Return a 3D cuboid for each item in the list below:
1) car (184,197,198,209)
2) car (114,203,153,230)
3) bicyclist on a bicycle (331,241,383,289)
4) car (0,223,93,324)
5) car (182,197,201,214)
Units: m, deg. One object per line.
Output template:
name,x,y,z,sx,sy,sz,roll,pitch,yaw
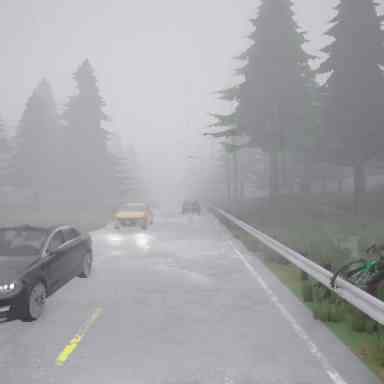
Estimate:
car,-0.122,1.504,47.178,1.837,1.490,4.892,0,0,0
car,-3.662,1.477,21.482,1.882,1.535,5.008,0,0,0
bicyclist on a bicycle,3.176,1.324,5.698,1.656,1.620,0.582,47,8,-42
car,-3.619,1.490,7.324,2.128,1.511,4.902,0,0,0
car,-0.060,1.490,34.729,2.128,1.511,4.902,0,0,0
